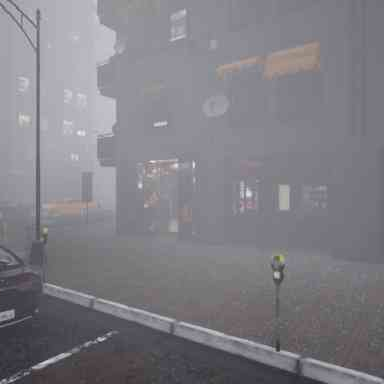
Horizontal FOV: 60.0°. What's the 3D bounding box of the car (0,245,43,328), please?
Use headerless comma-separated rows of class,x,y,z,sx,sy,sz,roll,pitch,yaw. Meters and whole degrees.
car,-4.465,1.551,6.056,4.403,1.369,2.008,0,0,35

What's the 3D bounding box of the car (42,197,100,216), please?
car,-10.944,1.250,30.490,1.752,1.417,4.829,1,1,35

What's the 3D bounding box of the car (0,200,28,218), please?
car,-14.033,1.350,26.064,2.008,1.369,4.403,1,1,35

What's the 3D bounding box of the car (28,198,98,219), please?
car,-10.192,1.235,27.060,1.882,1.535,5.008,0,1,35
